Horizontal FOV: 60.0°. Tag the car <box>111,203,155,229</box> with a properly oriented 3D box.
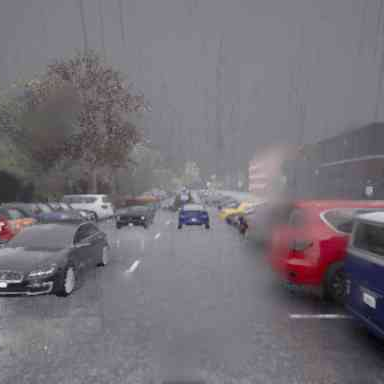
[{"bbox_3d":[-3.562,1.595,21.584,1.895,1.301,4.718,0,0,0],"label":"car"}]

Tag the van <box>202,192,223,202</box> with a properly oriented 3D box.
[{"bbox_3d":[4.283,1.000,69.918,4.442,1.987,1.878,0,0,0],"label":"van"}]

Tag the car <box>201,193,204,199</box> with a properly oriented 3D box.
[{"bbox_3d":[4.360,1.297,55.790,4.674,1.452,2.002,0,0,0],"label":"car"}]

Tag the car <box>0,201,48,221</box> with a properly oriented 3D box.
[{"bbox_3d":[-8.509,1.351,13.024,4.553,1.767,2.185,0,0,0],"label":"car"}]

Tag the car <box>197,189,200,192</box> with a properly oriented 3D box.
[{"bbox_3d":[4.430,0.652,92.537,5.566,2.045,2.435,0,1,0],"label":"car"}]

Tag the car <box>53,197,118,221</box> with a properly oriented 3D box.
[{"bbox_3d":[-8.510,1.347,26.949,4.553,1.767,2.185,0,0,0],"label":"car"}]

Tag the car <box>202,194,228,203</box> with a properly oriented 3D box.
[{"bbox_3d":[4.379,1.238,64.267,5.008,1.535,2.097,0,0,0],"label":"car"}]

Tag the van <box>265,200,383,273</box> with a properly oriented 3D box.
[{"bbox_3d":[4.656,1.252,10.121,4.442,1.987,1.878,0,0,0],"label":"van"}]

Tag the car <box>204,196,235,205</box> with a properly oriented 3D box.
[{"bbox_3d":[4.352,1.303,52.964,4.674,1.452,2.002,0,0,0],"label":"car"}]

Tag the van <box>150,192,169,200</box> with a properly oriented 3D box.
[{"bbox_3d":[-8.025,0.902,81.215,4.442,1.987,1.878,0,1,0],"label":"van"}]

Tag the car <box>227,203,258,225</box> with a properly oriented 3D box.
[{"bbox_3d":[4.537,1.515,18.595,4.674,1.452,2.002,0,0,0],"label":"car"}]

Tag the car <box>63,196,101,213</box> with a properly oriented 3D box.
[{"bbox_3d":[-8.572,1.349,21.254,4.553,1.767,2.185,0,0,0],"label":"car"}]

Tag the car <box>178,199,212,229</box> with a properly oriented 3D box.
[{"bbox_3d":[0.103,1.472,21.876,1.882,1.535,5.008,0,0,0],"label":"car"}]

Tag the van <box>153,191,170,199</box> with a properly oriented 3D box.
[{"bbox_3d":[-8.237,0.734,89.685,4.442,1.987,1.878,0,1,0],"label":"van"}]

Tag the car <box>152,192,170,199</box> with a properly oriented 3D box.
[{"bbox_3d":[-8.096,0.893,86.741,4.553,1.767,2.185,0,1,0],"label":"car"}]

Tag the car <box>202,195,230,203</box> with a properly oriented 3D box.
[{"bbox_3d":[4.382,1.244,61.442,5.008,1.535,2.097,0,0,0],"label":"car"}]

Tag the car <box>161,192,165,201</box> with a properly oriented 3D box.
[{"bbox_3d":[-8.200,1.239,64.259,4.892,1.521,2.231,0,0,0],"label":"car"}]

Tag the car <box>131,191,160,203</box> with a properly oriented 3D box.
[{"bbox_3d":[-8.186,1.131,55.787,4.553,1.767,2.185,0,0,0],"label":"car"}]

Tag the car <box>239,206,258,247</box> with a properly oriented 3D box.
[{"bbox_3d":[4.546,1.478,13.029,4.892,1.521,2.231,0,0,0],"label":"car"}]

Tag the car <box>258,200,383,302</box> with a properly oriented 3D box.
[{"bbox_3d":[4.568,1.228,7.462,5.566,2.045,2.435,0,0,0],"label":"car"}]

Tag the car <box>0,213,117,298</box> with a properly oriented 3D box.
[{"bbox_3d":[-3.522,1.506,8.644,1.837,1.490,4.892,0,-1,0],"label":"car"}]

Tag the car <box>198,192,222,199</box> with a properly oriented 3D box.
[{"bbox_3d":[4.184,1.248,58.616,5.366,1.575,1.946,0,0,0],"label":"car"}]

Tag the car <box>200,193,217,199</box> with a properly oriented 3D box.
[{"bbox_3d":[4.448,0.999,89.718,4.674,1.452,2.002,0,1,0],"label":"car"}]

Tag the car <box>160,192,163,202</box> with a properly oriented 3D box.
[{"bbox_3d":[-8.205,1.250,58.487,5.008,1.535,2.097,0,0,0],"label":"car"}]

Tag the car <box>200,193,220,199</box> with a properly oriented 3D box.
[{"bbox_3d":[4.442,1.071,84.067,5.008,1.535,2.097,0,1,0],"label":"car"}]

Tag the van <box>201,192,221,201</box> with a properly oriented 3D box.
[{"bbox_3d":[4.297,0.984,75.449,4.442,1.987,1.878,0,0,0],"label":"van"}]

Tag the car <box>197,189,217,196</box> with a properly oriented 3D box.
[{"bbox_3d":[4.420,0.981,67.092,5.566,2.045,2.435,0,0,0],"label":"car"}]

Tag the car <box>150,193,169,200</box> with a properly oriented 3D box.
[{"bbox_3d":[-8.167,1.101,84.047,4.792,1.488,2.163,0,1,0],"label":"car"}]

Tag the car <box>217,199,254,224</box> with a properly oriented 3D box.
[{"bbox_3d":[4.725,1.470,24.162,5.366,1.575,1.946,0,0,0],"label":"car"}]

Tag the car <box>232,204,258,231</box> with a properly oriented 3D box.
[{"bbox_3d":[4.569,1.506,15.812,4.792,1.488,2.163,0,0,0],"label":"car"}]

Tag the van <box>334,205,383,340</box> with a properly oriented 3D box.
[{"bbox_3d":[4.657,1.254,4.679,4.442,1.987,1.878,0,0,0],"label":"van"}]

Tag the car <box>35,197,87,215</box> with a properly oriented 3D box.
[{"bbox_3d":[-8.572,1.350,18.469,4.553,1.767,2.185,0,0,0],"label":"car"}]

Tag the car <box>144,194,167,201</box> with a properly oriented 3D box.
[{"bbox_3d":[-8.156,1.209,75.440,5.008,1.535,2.097,0,0,0],"label":"car"}]

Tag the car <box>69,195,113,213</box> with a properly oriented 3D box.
[{"bbox_3d":[-8.569,1.222,24.164,5.566,2.045,2.435,0,0,0],"label":"car"}]

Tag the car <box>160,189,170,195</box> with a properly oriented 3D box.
[{"bbox_3d":[-8.142,0.968,72.604,5.566,2.045,2.435,0,0,0],"label":"car"}]

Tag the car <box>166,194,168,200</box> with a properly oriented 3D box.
[{"bbox_3d":[-8.148,1.255,69.781,4.792,1.488,2.163,0,0,0],"label":"car"}]

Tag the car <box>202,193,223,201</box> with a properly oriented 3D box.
[{"bbox_3d":[4.318,1.299,50.138,4.792,1.488,2.163,0,0,0],"label":"car"}]

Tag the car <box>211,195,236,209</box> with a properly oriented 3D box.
[{"bbox_3d":[3.857,1.413,40.392,2.033,1.411,5.357,0,1,-2],"label":"car"}]
